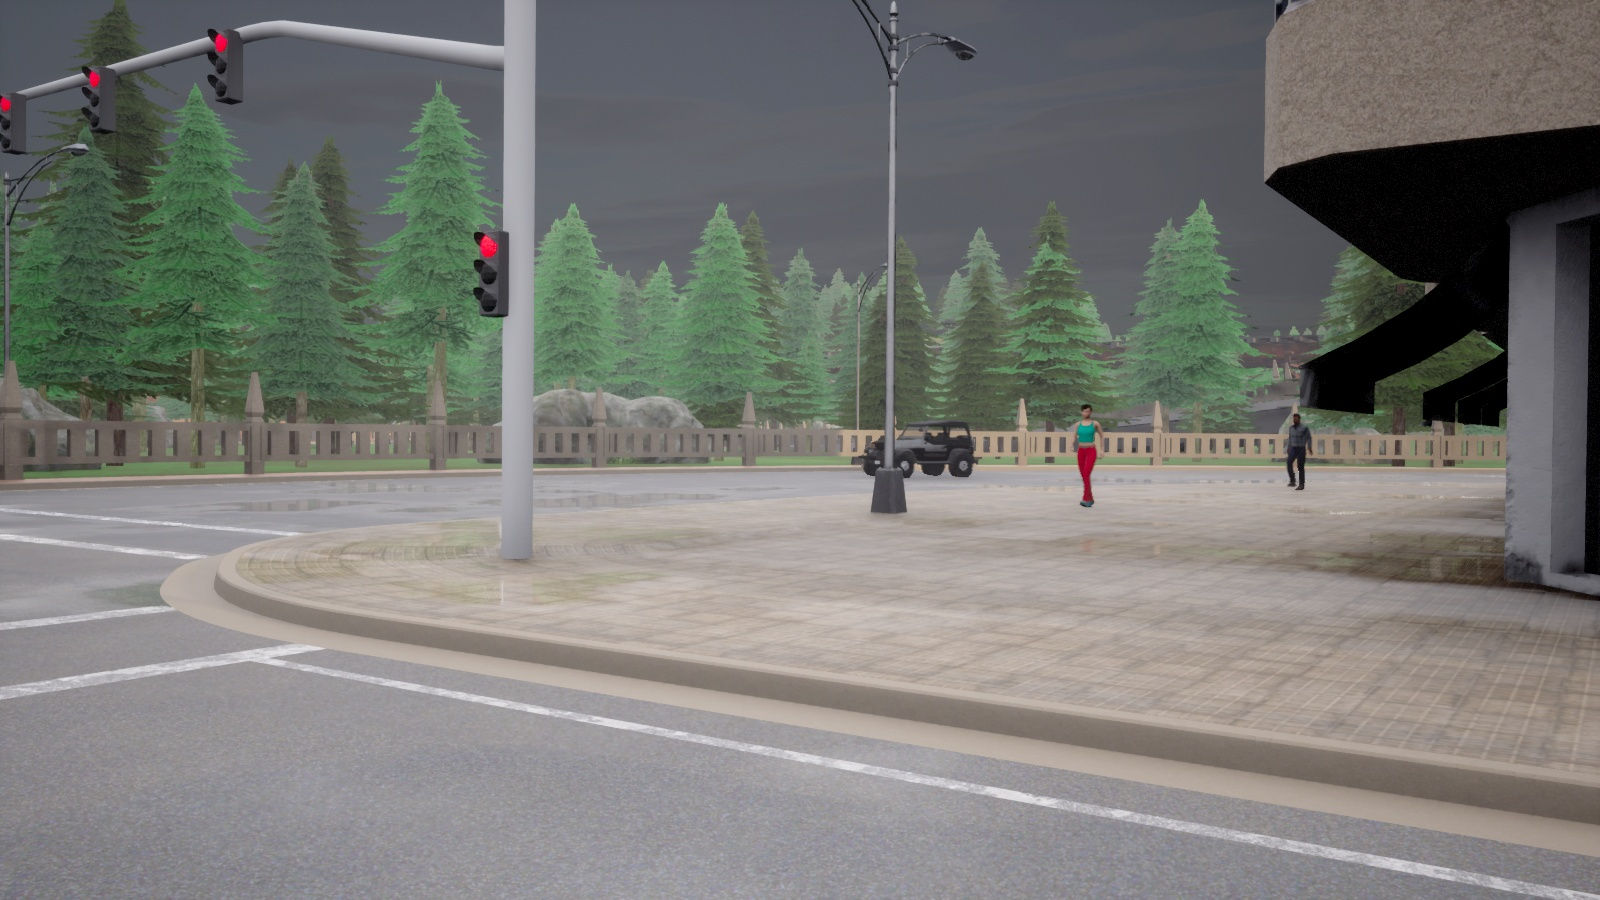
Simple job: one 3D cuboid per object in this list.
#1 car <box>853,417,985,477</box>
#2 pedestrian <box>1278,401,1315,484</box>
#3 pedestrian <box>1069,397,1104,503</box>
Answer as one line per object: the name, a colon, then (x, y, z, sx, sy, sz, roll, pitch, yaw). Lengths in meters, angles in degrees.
car: (3.897, -0.123, 40.982, 3.866, 1.878, 1.905, -1, 1, -30)
pedestrian: (11.737, -0.181, 29.670, 0.788, 1.949, 0.423, -1, 1, -32)
pedestrian: (5.037, -0.008, 22.082, 0.345, 1.836, 0.594, 0, 1, 40)
